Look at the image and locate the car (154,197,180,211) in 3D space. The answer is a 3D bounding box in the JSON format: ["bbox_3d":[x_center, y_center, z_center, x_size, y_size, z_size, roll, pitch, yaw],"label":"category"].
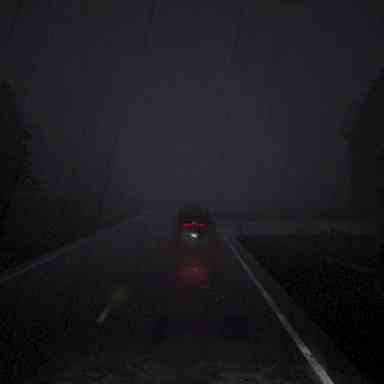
[{"bbox_3d":[-2.893,1.424,40.809,1.882,1.535,5.008,-2,-1,23],"label":"car"}]

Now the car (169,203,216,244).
[{"bbox_3d":[0.091,1.484,15.695,1.837,1.490,4.892,0,0,0],"label":"car"}]

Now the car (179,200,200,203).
[{"bbox_3d":[0.095,1.523,30.974,1.994,1.385,4.181,0,0,0],"label":"car"}]
